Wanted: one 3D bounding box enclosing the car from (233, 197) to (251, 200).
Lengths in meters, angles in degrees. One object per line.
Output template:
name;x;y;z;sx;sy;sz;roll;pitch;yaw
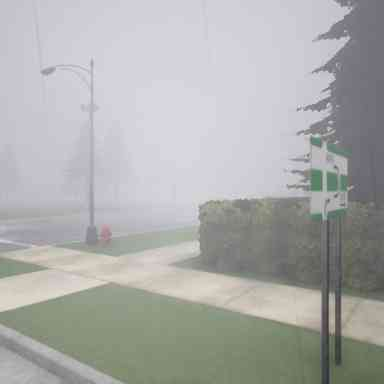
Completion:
car;7.248;1.478;47.330;1.882;1.535;5.008;0;0;36

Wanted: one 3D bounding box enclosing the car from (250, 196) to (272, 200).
car;10.108;1.526;45.311;1.812;1.442;4.674;0;0;36

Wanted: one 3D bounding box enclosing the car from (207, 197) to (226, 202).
car;4.137;1.478;49.005;1.882;1.535;5.008;0;0;37

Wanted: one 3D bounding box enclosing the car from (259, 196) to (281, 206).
car;13.073;1.478;55.453;1.882;1.535;5.008;0;0;36

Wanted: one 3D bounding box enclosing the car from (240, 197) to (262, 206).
car;10.238;1.564;57.506;1.994;1.385;4.181;0;0;36
